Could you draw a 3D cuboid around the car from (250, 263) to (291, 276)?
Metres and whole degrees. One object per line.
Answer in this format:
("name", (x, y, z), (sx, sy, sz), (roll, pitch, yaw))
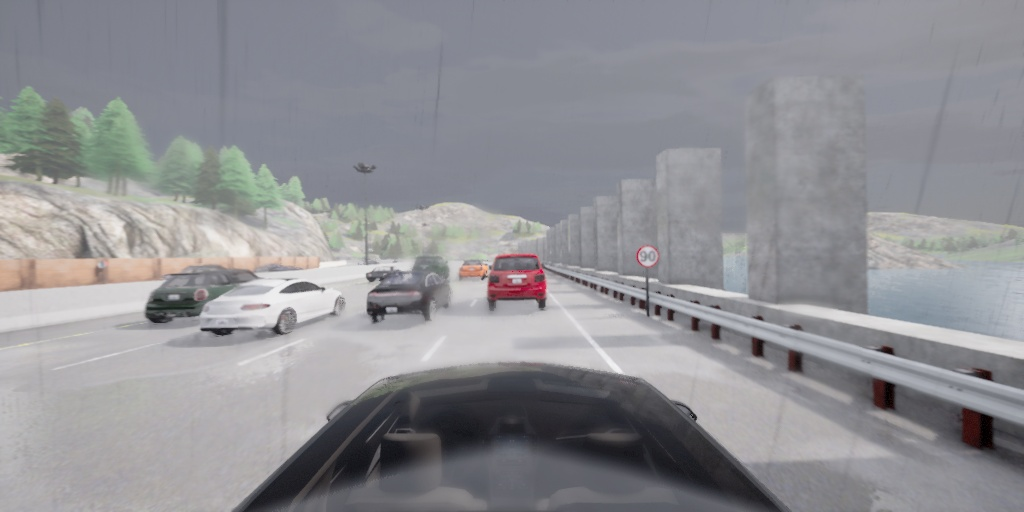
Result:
("car", (-31.672, 1.727, 47.216), (2.128, 1.511, 4.902), (-1, 0, -1))

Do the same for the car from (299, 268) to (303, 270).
("car", (-20.921, 1.630, 33.279), (1.994, 1.385, 4.181), (-1, 0, 0))

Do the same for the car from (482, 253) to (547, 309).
("car", (0.201, 0.926, 14.791), (2.150, 2.045, 5.566), (-1, 0, 1))

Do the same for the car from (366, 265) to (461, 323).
("car", (-3.321, 1.274, 12.377), (2.128, 1.511, 4.902), (-1, 0, 1))

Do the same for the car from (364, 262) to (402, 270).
("car", (-10.207, 1.465, 29.489), (1.895, 1.301, 4.718), (-1, 0, 0))

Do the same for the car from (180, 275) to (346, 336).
("car", (-6.835, 1.382, 10.786), (1.812, 1.442, 4.674), (-1, 0, 1))

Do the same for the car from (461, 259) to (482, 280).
("car", (-3.225, 1.072, 30.766), (2.097, 1.767, 4.553), (-1, 0, 0))

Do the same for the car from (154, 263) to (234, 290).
("car", (-24.408, 1.504, 27.798), (2.097, 1.767, 4.553), (-1, 0, 0))

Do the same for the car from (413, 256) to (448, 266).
("car", (-6.715, 1.014, 30.149), (2.150, 2.045, 5.566), (-1, 0, 0))

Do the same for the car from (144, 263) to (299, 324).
("car", (-10.314, 1.271, 13.094), (2.097, 1.767, 4.553), (-1, 0, 1))
